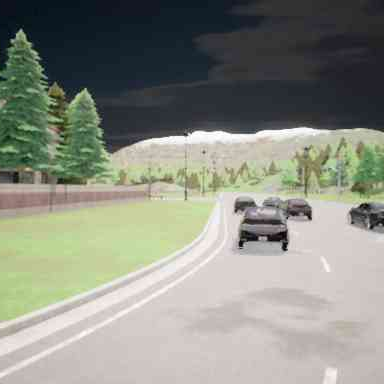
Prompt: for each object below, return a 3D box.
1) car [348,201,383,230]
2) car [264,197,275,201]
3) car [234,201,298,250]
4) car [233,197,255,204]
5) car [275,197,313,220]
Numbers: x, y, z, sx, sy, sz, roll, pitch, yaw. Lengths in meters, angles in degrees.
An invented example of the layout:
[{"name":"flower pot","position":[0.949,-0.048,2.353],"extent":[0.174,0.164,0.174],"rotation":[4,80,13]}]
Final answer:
[{"name":"car","position":[10.723,1.319,19.491],"extent":[1.837,1.490,4.892],"rotation":[0,1,7]},{"name":"car","position":[8.924,1.208,36.463],"extent":[1.994,1.385,4.181],"rotation":[0,1,5]},{"name":"car","position":[2.895,1.355,13.798],"extent":[2.128,1.511,4.902],"rotation":[0,1,11]},{"name":"car","position":[4.937,1.167,31.469],"extent":[1.882,1.535,5.008],"rotation":[0,0,5]},{"name":"car","position":[7.866,1.257,25.553],"extent":[1.837,1.490,4.892],"rotation":[0,1,6]}]
